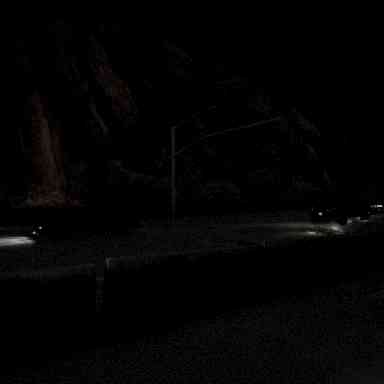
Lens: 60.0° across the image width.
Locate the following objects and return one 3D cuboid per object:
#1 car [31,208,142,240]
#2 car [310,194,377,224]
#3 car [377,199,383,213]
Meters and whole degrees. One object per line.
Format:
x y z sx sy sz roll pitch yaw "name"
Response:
-5.344 1.547 17.371 5.357 1.411 2.033 0 0 -36 "car"
11.286 1.190 25.038 5.566 2.045 2.150 0 0 -36 "car"
18.118 1.426 34.291 4.892 1.490 1.837 0 0 -36 "car"
